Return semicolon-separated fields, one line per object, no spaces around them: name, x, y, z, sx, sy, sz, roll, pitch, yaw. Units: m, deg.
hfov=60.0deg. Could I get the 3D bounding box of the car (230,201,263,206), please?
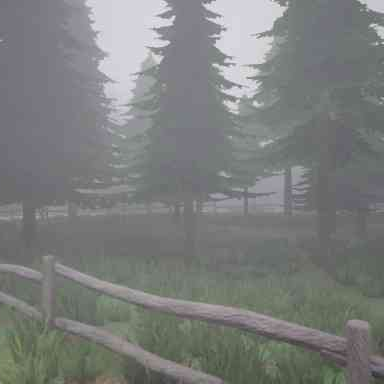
car;6.286;1.532;34.782;4.892;1.490;1.837;0;-1;-8
